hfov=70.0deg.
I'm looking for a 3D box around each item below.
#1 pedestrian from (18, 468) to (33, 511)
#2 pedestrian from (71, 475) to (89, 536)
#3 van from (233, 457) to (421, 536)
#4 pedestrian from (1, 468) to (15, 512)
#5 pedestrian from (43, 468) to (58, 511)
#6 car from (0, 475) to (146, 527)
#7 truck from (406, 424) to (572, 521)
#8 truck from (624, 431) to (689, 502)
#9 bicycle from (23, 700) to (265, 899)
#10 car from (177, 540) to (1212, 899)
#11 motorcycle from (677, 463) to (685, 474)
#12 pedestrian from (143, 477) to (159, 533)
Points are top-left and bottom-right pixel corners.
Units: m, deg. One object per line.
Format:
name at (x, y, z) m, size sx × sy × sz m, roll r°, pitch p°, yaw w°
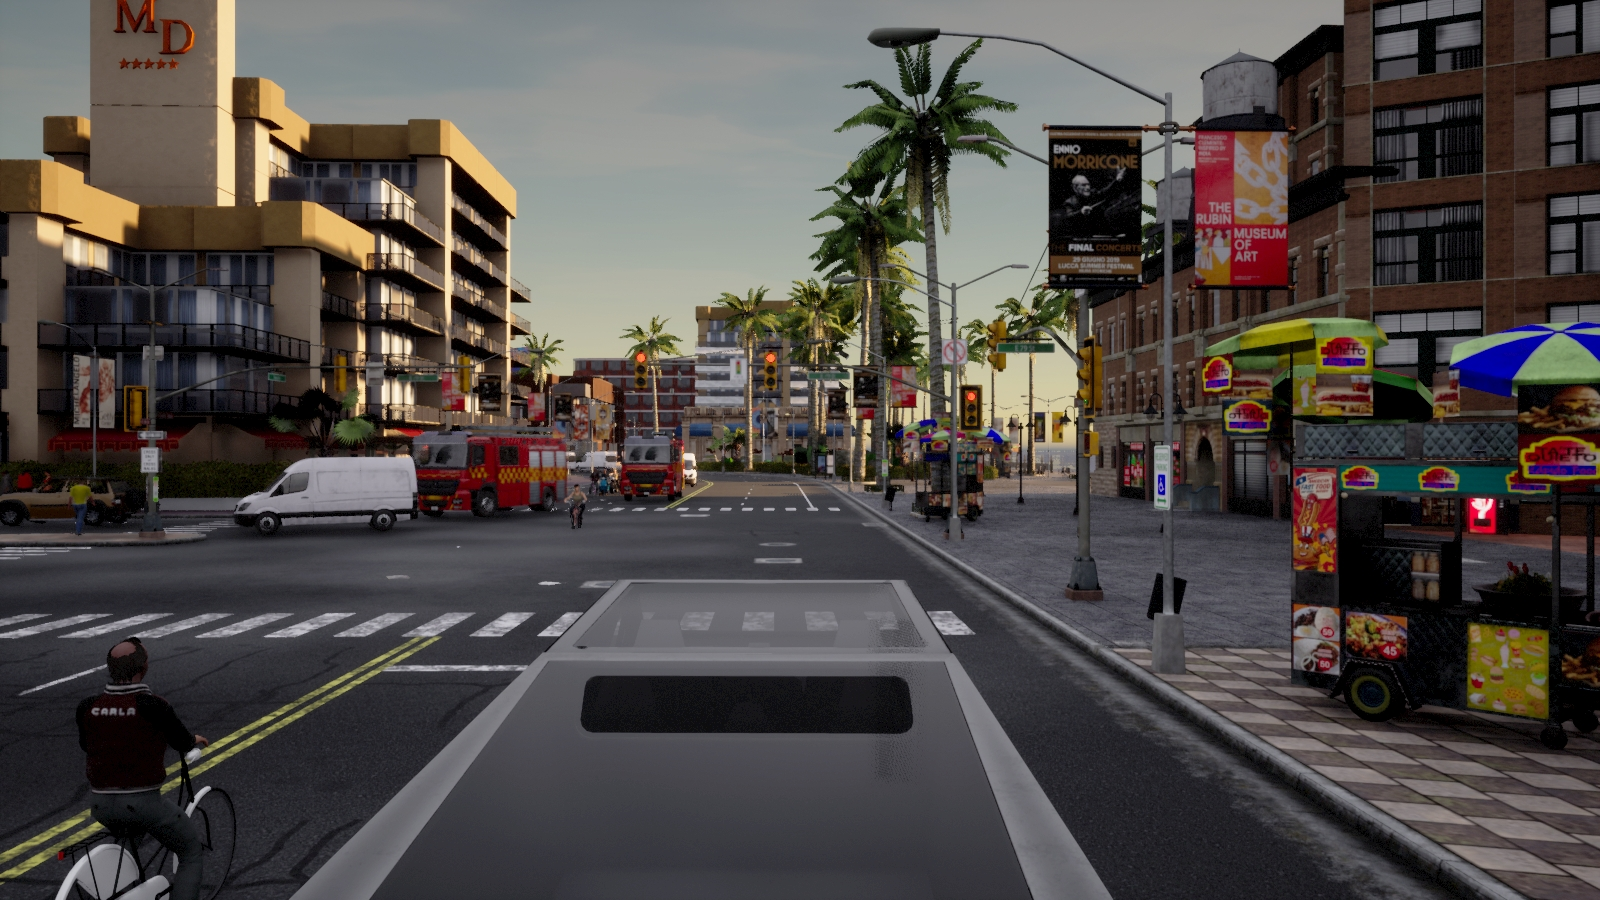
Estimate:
pedestrian at (-33.389, 1.696, 49.279) m, size 0.375 × 1.860 × 0.375 m, roll 0°, pitch 0°, yaw 14°
pedestrian at (-22.213, 1.705, 35.250) m, size 0.375 × 1.860 × 0.375 m, roll 0°, pitch 0°, yaw -14°
van at (-16.445, 1.534, 39.816) m, size 5.915 × 2.561 × 1.988 m, roll 0°, pitch 0°, yaw -27°
pedestrian at (-33.760, 1.696, 48.698) m, size 0.375 × 1.860 × 0.375 m, roll 0°, pitch 0°, yaw -3°
pedestrian at (-32.311, 1.696, 49.256) m, size 0.375 × 1.860 × 0.375 m, roll 0°, pitch 0°, yaw -4°
car at (-27.038, 1.864, 42.243) m, size 4.605 × 1.855 × 1.932 m, roll 0°, pitch 0°, yaw -4°
truck at (-13.217, 0.890, 49.581) m, size 2.891 × 3.827 × 8.468 m, roll 0°, pitch 0°, yaw 17°
truck at (-8.113, 0.890, 65.657) m, size 2.891 × 3.827 × 8.468 m, roll 0°, pitch 0°, yaw -1°
bicycle at (-3.625, 2.210, 6.485) m, size 0.329 × 1.171 × 1.835 m, roll 0°, pitch 0°, yaw 0°
car at (-0.214, 1.754, 5.773) m, size 2.390 × 2.098 × 6.274 m, roll 0°, pitch 0°, yaw 1°
motorcycle at (-14.189, 2.182, 136.549) m, size 0.856 × 1.236 × 1.805 m, roll 0°, pitch 0°, yaw -1°
pedestrian at (-21.907, 1.848, 38.548) m, size 0.375 × 1.860 × 0.375 m, roll 0°, pitch 0°, yaw -14°
